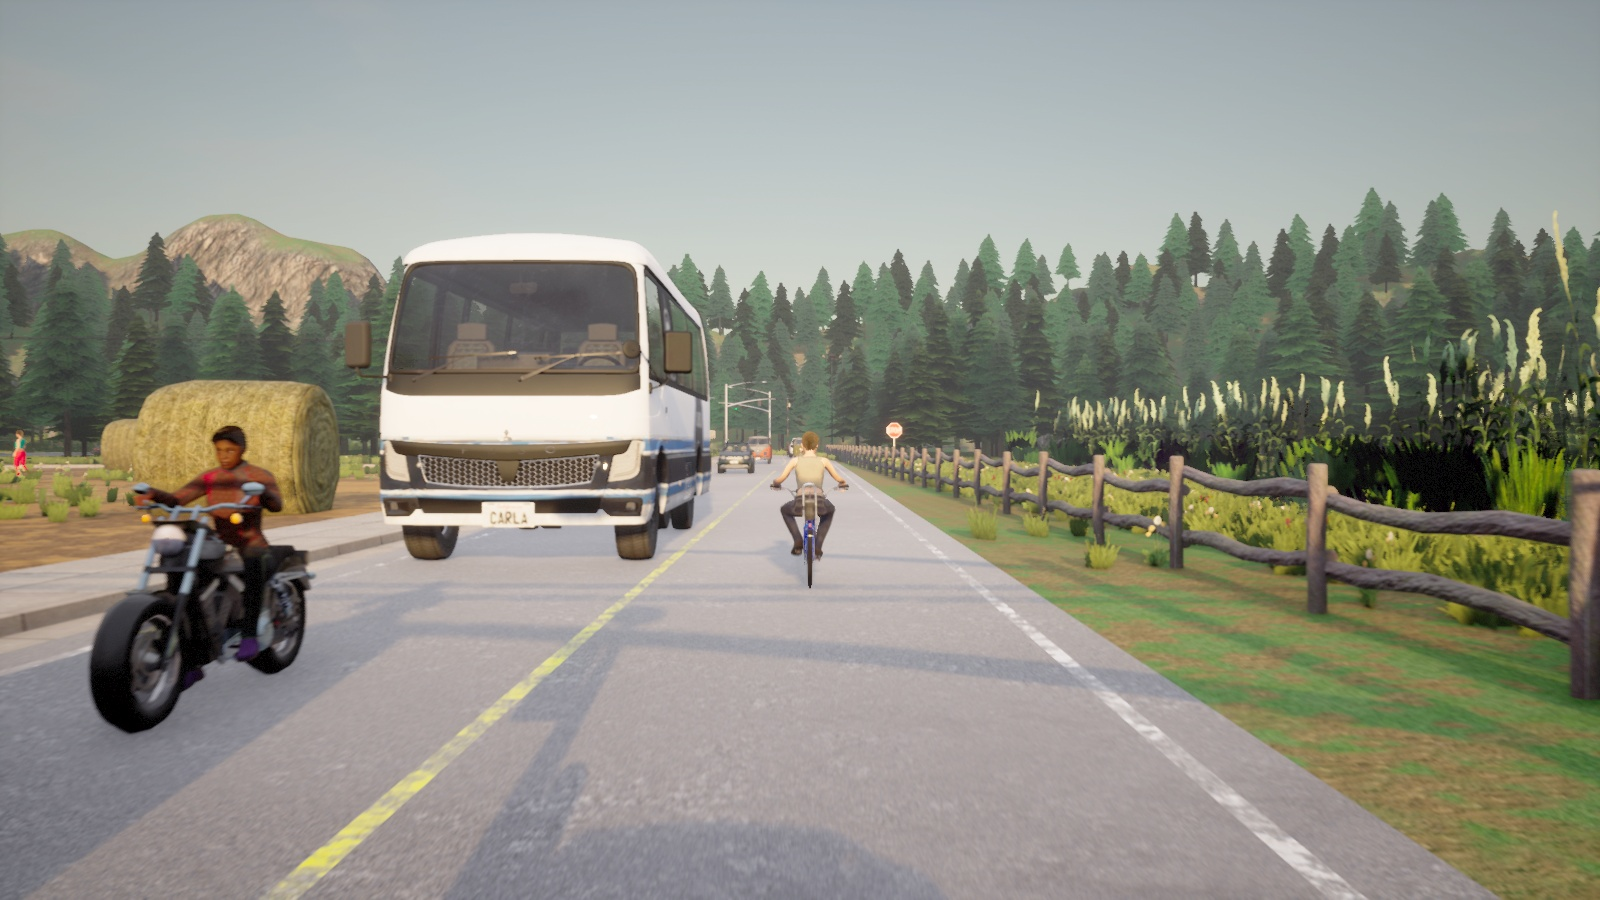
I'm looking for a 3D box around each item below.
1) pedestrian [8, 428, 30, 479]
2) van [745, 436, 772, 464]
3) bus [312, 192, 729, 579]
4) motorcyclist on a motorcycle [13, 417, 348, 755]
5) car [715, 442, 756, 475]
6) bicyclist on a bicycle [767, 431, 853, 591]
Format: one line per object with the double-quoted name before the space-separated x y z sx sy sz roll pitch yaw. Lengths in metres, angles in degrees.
"pedestrian" -28.407 0.126 45.667 0.594 1.836 0.345 0 0 6
"van" -2.935 -0.009 89.778 1.775 1.987 4.442 0 0 0
"bus" -3.368 -0.739 18.948 3.944 4.253 10.273 0 0 0
"motorcyclist on a motorcycle" -3.441 0.653 7.293 0.766 1.649 2.350 0 0 0
"car" -3.110 0.378 61.169 1.789 1.549 3.705 0 0 0
"bicyclist on a bicycle" 0.102 0.607 13.409 0.866 1.612 1.509 0 0 0
